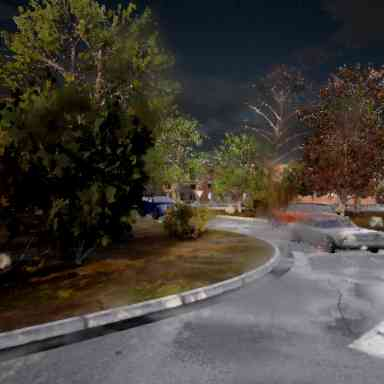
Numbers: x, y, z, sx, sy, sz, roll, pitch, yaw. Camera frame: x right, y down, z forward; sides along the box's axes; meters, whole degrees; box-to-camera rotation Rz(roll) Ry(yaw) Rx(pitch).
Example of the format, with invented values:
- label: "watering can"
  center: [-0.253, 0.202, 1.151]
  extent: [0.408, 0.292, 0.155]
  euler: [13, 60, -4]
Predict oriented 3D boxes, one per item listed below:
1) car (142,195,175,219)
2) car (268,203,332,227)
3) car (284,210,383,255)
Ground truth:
- label: "car"
  center: [-2.975, 1.271, 29.646]
  extent: [2.150, 2.045, 5.566]
  euler: [1, -1, -28]
- label: "car"
  center: [6.923, 1.470, 21.181]
  extent: [2.097, 1.767, 4.553]
  euler: [1, 0, -28]
- label: "car"
  center: [5.747, 1.643, 13.704]
  extent: [1.895, 1.301, 4.718]
  euler: [1, 0, -6]
